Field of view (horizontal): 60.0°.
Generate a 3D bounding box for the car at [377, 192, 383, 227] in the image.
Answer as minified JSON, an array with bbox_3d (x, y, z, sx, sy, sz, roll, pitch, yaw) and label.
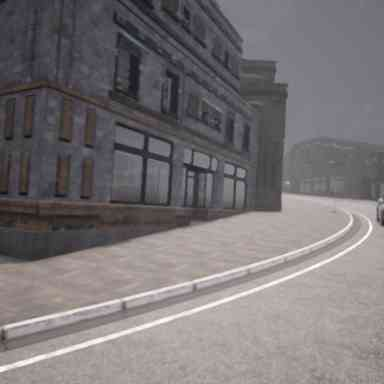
[{"bbox_3d":[12.758,0.997,20.436,2.150,2.045,5.566,2,2,25],"label":"car"}]
